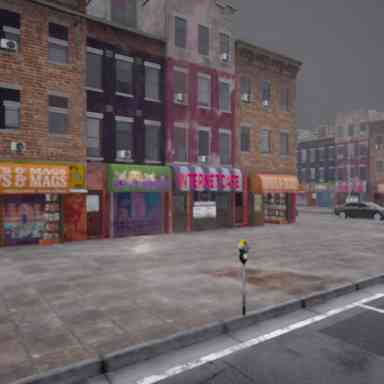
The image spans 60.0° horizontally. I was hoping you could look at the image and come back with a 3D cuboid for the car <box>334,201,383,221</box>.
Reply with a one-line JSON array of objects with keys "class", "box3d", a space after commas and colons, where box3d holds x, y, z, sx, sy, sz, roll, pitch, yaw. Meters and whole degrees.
[{"class": "car", "box3d": [14.256, 1.557, 27.514, 1.837, 1.490, 4.892, 0, 0, -36]}]
